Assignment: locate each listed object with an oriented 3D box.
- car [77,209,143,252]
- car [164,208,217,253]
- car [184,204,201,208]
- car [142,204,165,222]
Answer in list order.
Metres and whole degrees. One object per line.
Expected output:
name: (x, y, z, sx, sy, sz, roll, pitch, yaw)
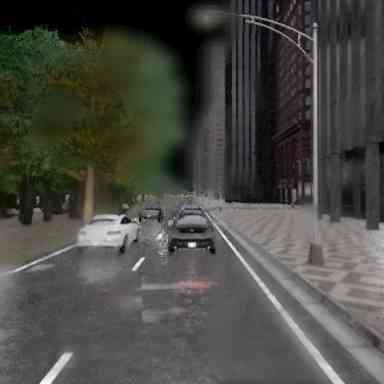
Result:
car: (-3.493, 1.666, 14.395, 1.812, 1.442, 4.674, 0, 0, 0)
car: (0.006, 1.647, 14.310, 1.837, 1.490, 4.892, 0, 0, 0)
car: (0.008, 1.791, 29.295, 2.128, 1.511, 4.902, 0, -1, 0)
car: (-3.491, 1.791, 29.300, 2.128, 1.511, 4.902, 0, -1, 0)
